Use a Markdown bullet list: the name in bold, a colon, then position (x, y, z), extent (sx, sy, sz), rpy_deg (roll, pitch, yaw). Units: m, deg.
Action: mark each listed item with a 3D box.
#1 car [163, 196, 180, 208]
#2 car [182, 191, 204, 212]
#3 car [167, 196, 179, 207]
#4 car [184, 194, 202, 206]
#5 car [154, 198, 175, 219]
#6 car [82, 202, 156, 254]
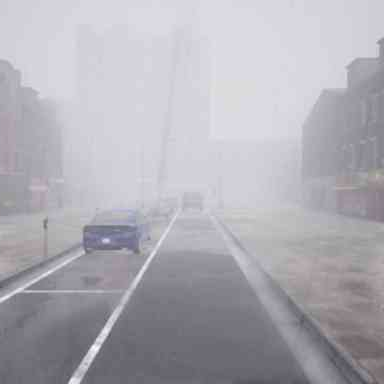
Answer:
- **car**: position (-2.589, 1.239, 42.791), extent (1.947, 1.339, 4.313), rpy_deg (0, 0, 0)
- **car**: position (0.092, 0.952, 35.409), extent (2.150, 2.045, 5.566), rpy_deg (0, 1, 2)
- **car**: position (-2.602, 1.322, 31.887), extent (1.947, 1.339, 4.313), rpy_deg (0, 0, 0)
- **car**: position (0.213, 1.133, 46.909), extent (2.128, 1.511, 4.902), rpy_deg (0, 0, 6)
- **car**: position (-2.608, 1.380, 26.435), extent (1.802, 1.307, 4.206), rpy_deg (0, 0, 0)
- **car**: position (-2.734, 1.378, 13.073), extent (1.882, 1.535, 5.008), rpy_deg (0, 0, 0)
